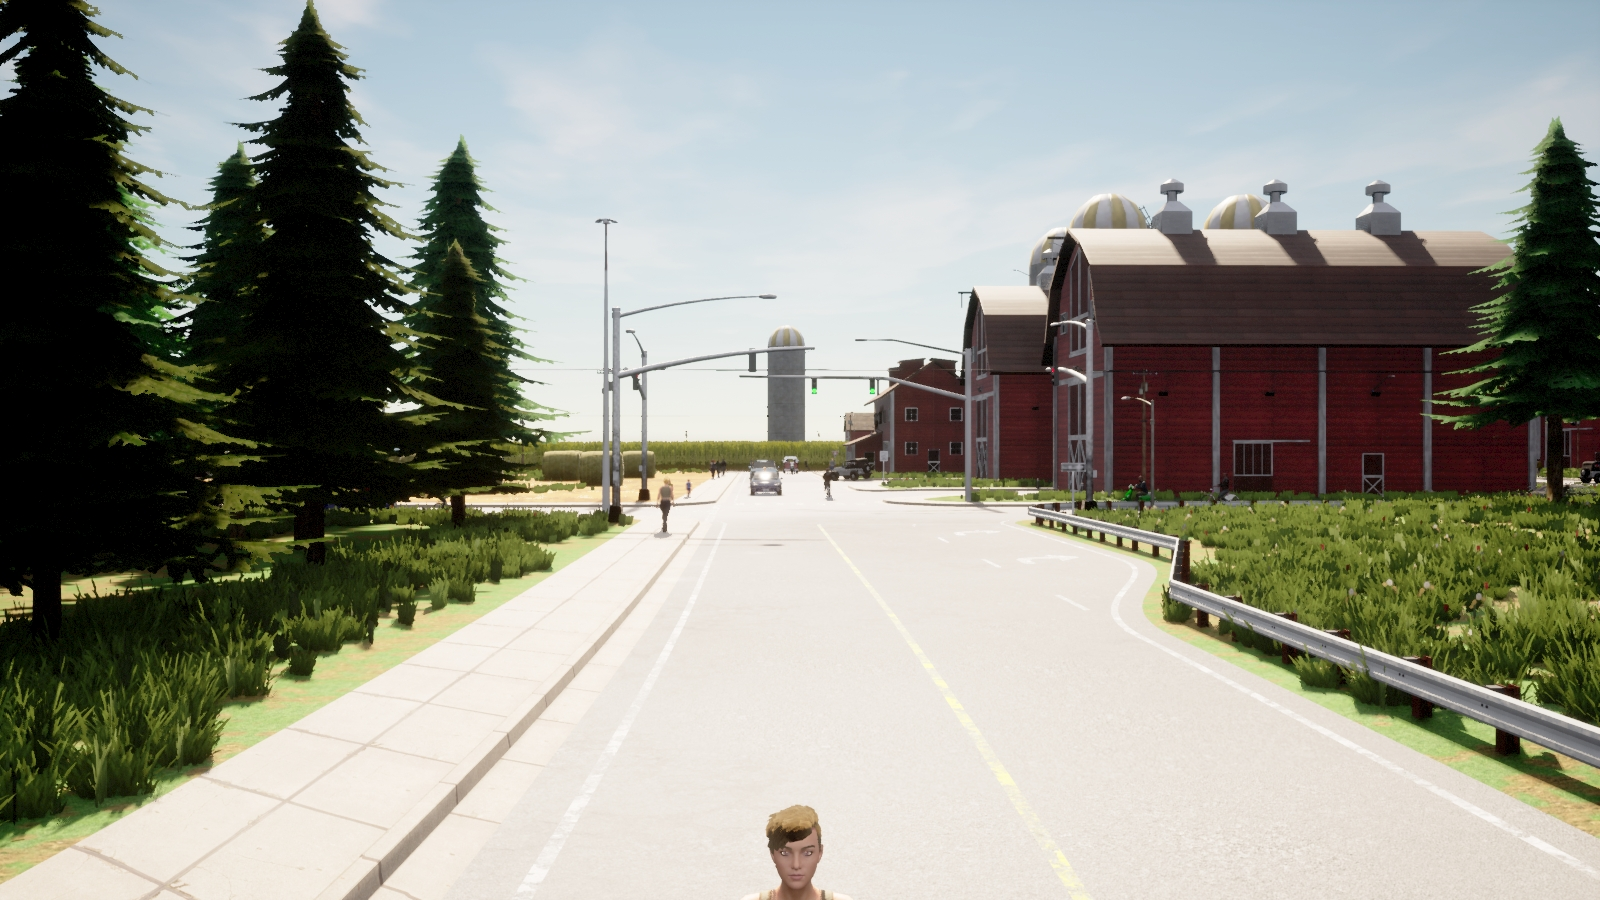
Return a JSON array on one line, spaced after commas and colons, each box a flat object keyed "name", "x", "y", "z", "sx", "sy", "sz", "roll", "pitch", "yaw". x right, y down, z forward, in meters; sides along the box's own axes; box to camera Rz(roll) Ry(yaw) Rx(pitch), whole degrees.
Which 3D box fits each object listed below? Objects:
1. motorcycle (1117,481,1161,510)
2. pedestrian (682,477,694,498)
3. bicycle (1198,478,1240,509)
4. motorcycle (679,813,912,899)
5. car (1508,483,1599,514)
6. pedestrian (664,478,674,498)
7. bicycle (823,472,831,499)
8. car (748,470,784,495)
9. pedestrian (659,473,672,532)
[{"name": "motorcycle", "x": 15.989, "y": 2.145, "z": 53.899, "sx": 1.805, "sy": 1.316, "sz": 0.856, "roll": 0, "pitch": 0, "yaw": -1}, {"name": "pedestrian", "x": -6.102, "y": 2.053, "z": 62.281, "sx": 0.500, "sy": 1.100, "sz": 0.500, "roll": 0, "pitch": 0, "yaw": -21}, {"name": "bicycle", "x": 19.800, "y": 2.064, "z": 53.998, "sx": 1.835, "sy": 1.471, "sz": 0.329, "roll": 0, "pitch": 0, "yaw": -1}, {"name": "motorcycle", "x": -0.013, "y": 2.128, "z": 3.457, "sx": 0.764, "sy": 1.307, "sz": 2.356, "roll": 0, "pitch": 0, "yaw": 0}, {"name": "car", "x": 34.398, "y": 2.158, "z": 50.745, "sx": 4.718, "sy": 1.301, "sz": 1.895, "roll": 0, "pitch": 0, "yaw": -1}, {"name": "pedestrian", "x": -7.098, "y": 2.056, "z": 61.907, "sx": 0.500, "sy": 1.100, "sz": 0.500, "roll": 0, "pitch": 0, "yaw": -2}, {"name": "bicycle", "x": 1.566, "y": 2.035, "z": 66.182, "sx": 0.329, "sy": 1.471, "sz": 1.835, "roll": 0, "pitch": 0, "yaw": -2}, {"name": "car", "x": -2.153, "y": 2.036, "z": 72.119, "sx": 2.163, "sy": 1.488, "sz": 4.792, "roll": 0, "pitch": 0, "yaw": -2}, {"name": "pedestrian", "x": -4.266, "y": 1.672, "z": 36.301, "sx": 0.375, "sy": 1.860, "sz": 0.375, "roll": 0, "pitch": 0, "yaw": 1}]
